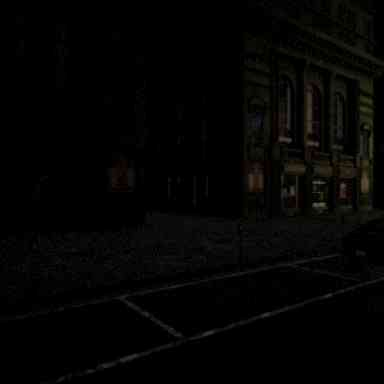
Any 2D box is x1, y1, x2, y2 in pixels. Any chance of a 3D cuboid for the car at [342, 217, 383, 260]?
[{"bbox_3d":[7.073,1.561,11.692,4.313,1.339,1.947,0,0,-36],"label":"car"}]
